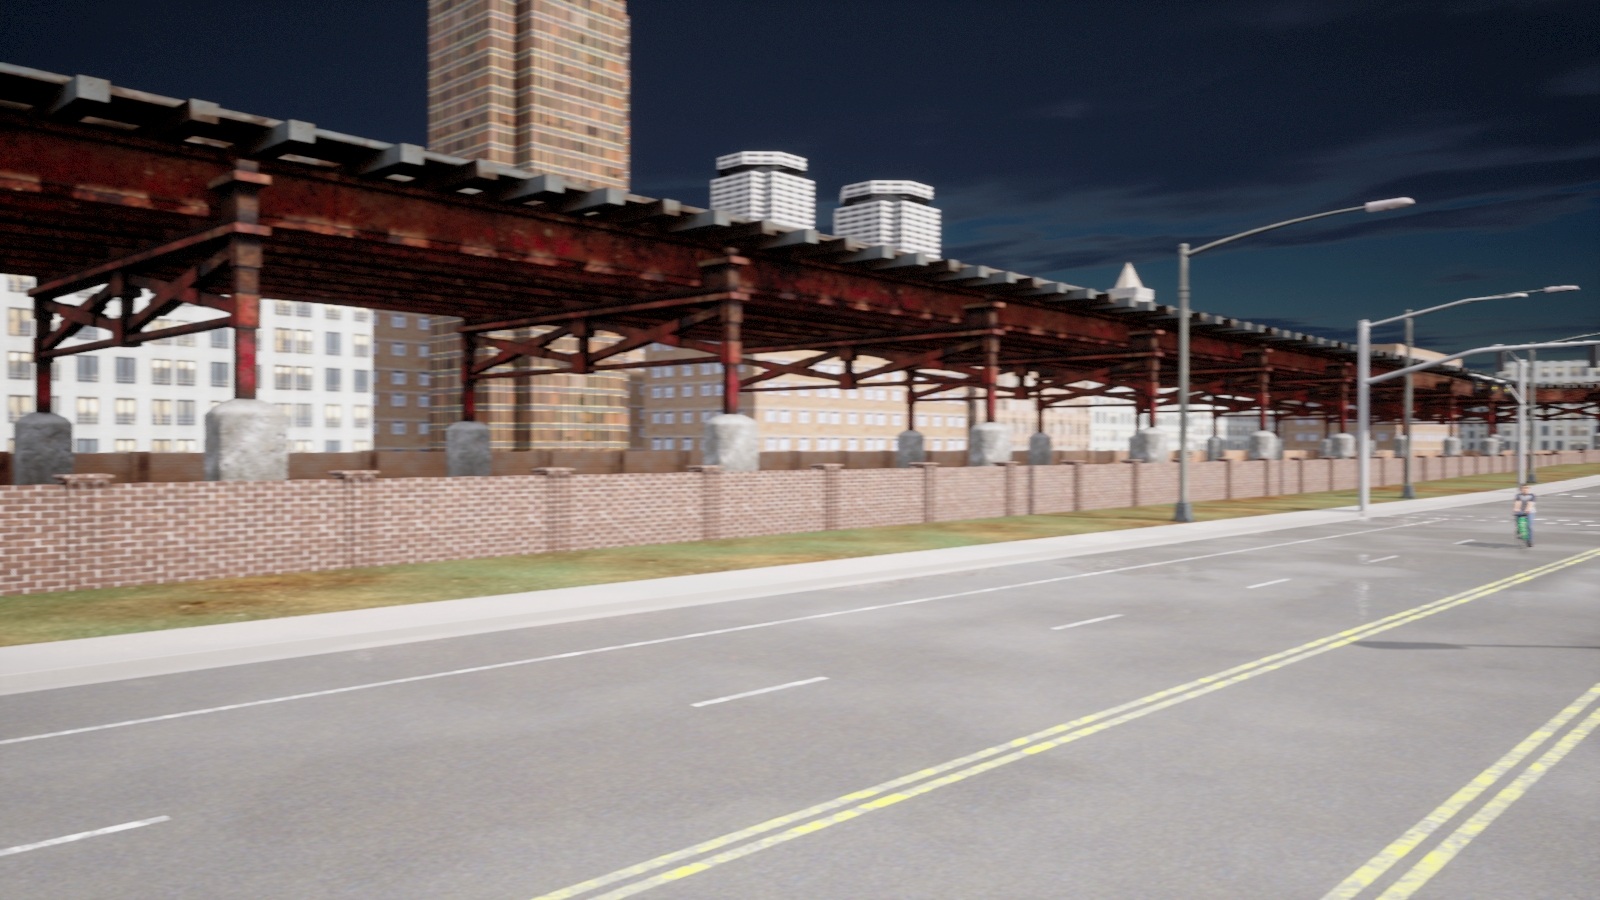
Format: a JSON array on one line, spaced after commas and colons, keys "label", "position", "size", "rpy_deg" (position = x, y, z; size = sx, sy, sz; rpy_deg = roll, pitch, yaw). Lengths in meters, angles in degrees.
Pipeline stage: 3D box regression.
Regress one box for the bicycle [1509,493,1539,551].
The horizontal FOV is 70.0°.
[{"label": "bicycle", "position": [20.259, 2.003, 31.972], "size": [0.373, 1.521, 1.643], "rpy_deg": [0, 1, 44]}]
